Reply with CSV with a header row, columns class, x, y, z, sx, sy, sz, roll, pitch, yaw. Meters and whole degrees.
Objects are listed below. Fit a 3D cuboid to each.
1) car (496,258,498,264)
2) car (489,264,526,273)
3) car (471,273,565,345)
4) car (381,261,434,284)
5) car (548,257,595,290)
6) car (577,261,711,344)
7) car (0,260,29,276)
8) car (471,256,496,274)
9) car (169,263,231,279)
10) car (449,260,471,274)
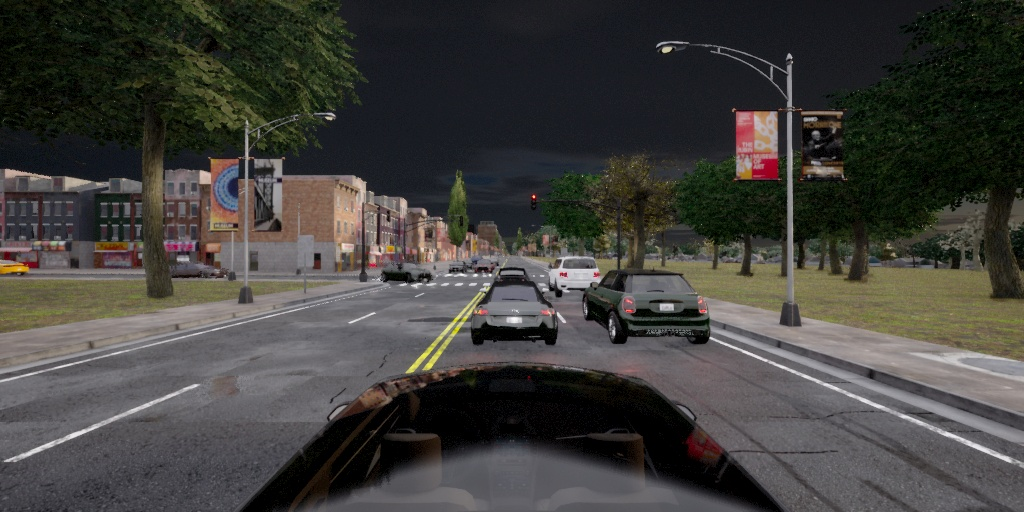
class,x,y,z,sx,sy,sz,roll,pitch,yaw
car,-3.456,1.414,53.535,1.895,1.301,4.718,0,0,0
car,0.008,1.331,18.488,1.837,1.490,4.892,0,0,0
car,0.058,1.332,9.576,1.994,1.385,4.181,0,0,0
car,-8.238,1.233,28.173,4.553,1.767,2.097,0,0,37
car,3.257,1.054,19.487,2.150,2.045,5.566,0,0,0
car,3.310,1.121,9.774,2.097,1.767,4.553,0,0,0
car,-48.975,1.118,33.856,5.008,1.535,1.882,0,0,0
car,-3.441,1.219,44.543,2.097,1.767,4.553,0,0,0
car,-27.391,1.307,30.985,5.357,1.411,2.033,0,0,0
car,-6.691,1.371,44.795,1.837,1.490,4.892,0,0,0
